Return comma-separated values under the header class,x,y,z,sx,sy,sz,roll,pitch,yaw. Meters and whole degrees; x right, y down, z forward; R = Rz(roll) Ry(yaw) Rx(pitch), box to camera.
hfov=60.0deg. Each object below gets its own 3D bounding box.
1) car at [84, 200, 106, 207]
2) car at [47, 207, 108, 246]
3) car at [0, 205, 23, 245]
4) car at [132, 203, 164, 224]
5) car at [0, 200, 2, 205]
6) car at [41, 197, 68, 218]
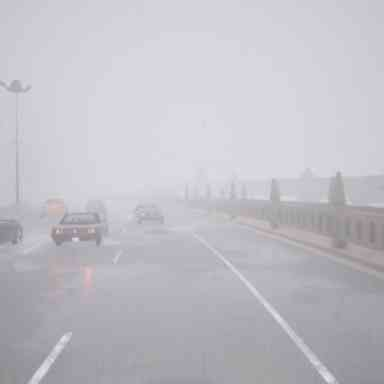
class,x,y,z,sx,sy,sz,roll,pitch,yaw
car,-9.598,1.490,33.035,2.033,1.411,5.357,0,0,-20
car,-4.948,1.574,15.300,1.895,1.301,4.718,0,0,-9
car,-8.101,1.490,12.643,2.128,1.511,4.902,0,0,-8
car,-3.264,1.479,24.324,2.033,1.411,5.357,0,0,-15
car,-27.301,1.525,45.605,1.882,1.535,5.008,-1,0,-30
car,-12.517,1.325,30.526,2.097,1.767,4.553,-1,0,-19
